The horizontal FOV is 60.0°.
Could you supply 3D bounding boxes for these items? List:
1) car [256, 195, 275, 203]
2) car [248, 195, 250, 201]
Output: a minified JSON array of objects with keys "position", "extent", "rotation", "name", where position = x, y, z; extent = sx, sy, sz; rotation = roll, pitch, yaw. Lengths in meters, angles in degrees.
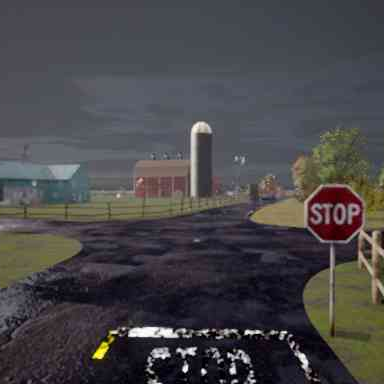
[{"position":[14.075,1.369,63.597],"extent":[2.128,1.511,4.902],"rotation":[0,0,19],"name":"car"},{"position":[12.842,1.003,68.437],"extent":[2.128,1.511,4.902],"rotation":[0,0,19],"name":"car"}]
